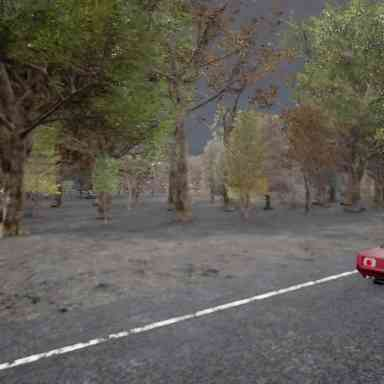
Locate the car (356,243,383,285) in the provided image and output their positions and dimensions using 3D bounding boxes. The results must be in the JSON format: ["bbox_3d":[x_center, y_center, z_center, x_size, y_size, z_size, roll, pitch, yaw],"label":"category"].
[{"bbox_3d":[6.079,1.562,8.080,4.718,1.301,1.895,0,0,-35],"label":"car"}]
